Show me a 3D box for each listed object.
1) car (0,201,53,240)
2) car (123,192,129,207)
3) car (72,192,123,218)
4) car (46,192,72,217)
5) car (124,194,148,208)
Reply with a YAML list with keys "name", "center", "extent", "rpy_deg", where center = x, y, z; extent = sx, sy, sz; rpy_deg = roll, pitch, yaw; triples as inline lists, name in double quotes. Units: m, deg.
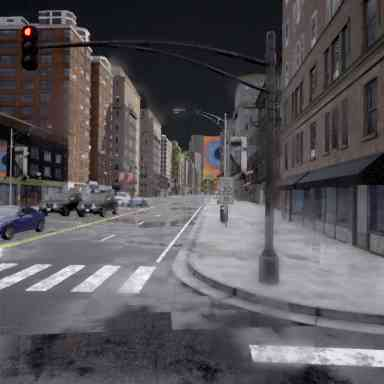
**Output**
- name: "car"
  center: [-8.964, 1.413, 16.460]
  extent: [1.812, 1.442, 4.674]
  rpy_deg: [1, 0, 2]
- name: "car"
  center: [-10.233, 1.042, 46.986]
  extent: [2.150, 2.045, 5.566]
  rpy_deg: [1, 0, 4]
- name: "car"
  center: [-8.159, 1.084, 29.280]
  extent: [2.150, 2.045, 5.566]
  rpy_deg: [1, 0, 4]
- name: "car"
  center: [-11.388, 1.051, 29.589]
  extent: [2.150, 2.045, 5.566]
  rpy_deg: [1, 0, 4]
- name: "car"
  center: [-7.162, 1.378, 44.403]
  extent: [1.812, 1.442, 4.674]
  rpy_deg: [1, 0, 4]
